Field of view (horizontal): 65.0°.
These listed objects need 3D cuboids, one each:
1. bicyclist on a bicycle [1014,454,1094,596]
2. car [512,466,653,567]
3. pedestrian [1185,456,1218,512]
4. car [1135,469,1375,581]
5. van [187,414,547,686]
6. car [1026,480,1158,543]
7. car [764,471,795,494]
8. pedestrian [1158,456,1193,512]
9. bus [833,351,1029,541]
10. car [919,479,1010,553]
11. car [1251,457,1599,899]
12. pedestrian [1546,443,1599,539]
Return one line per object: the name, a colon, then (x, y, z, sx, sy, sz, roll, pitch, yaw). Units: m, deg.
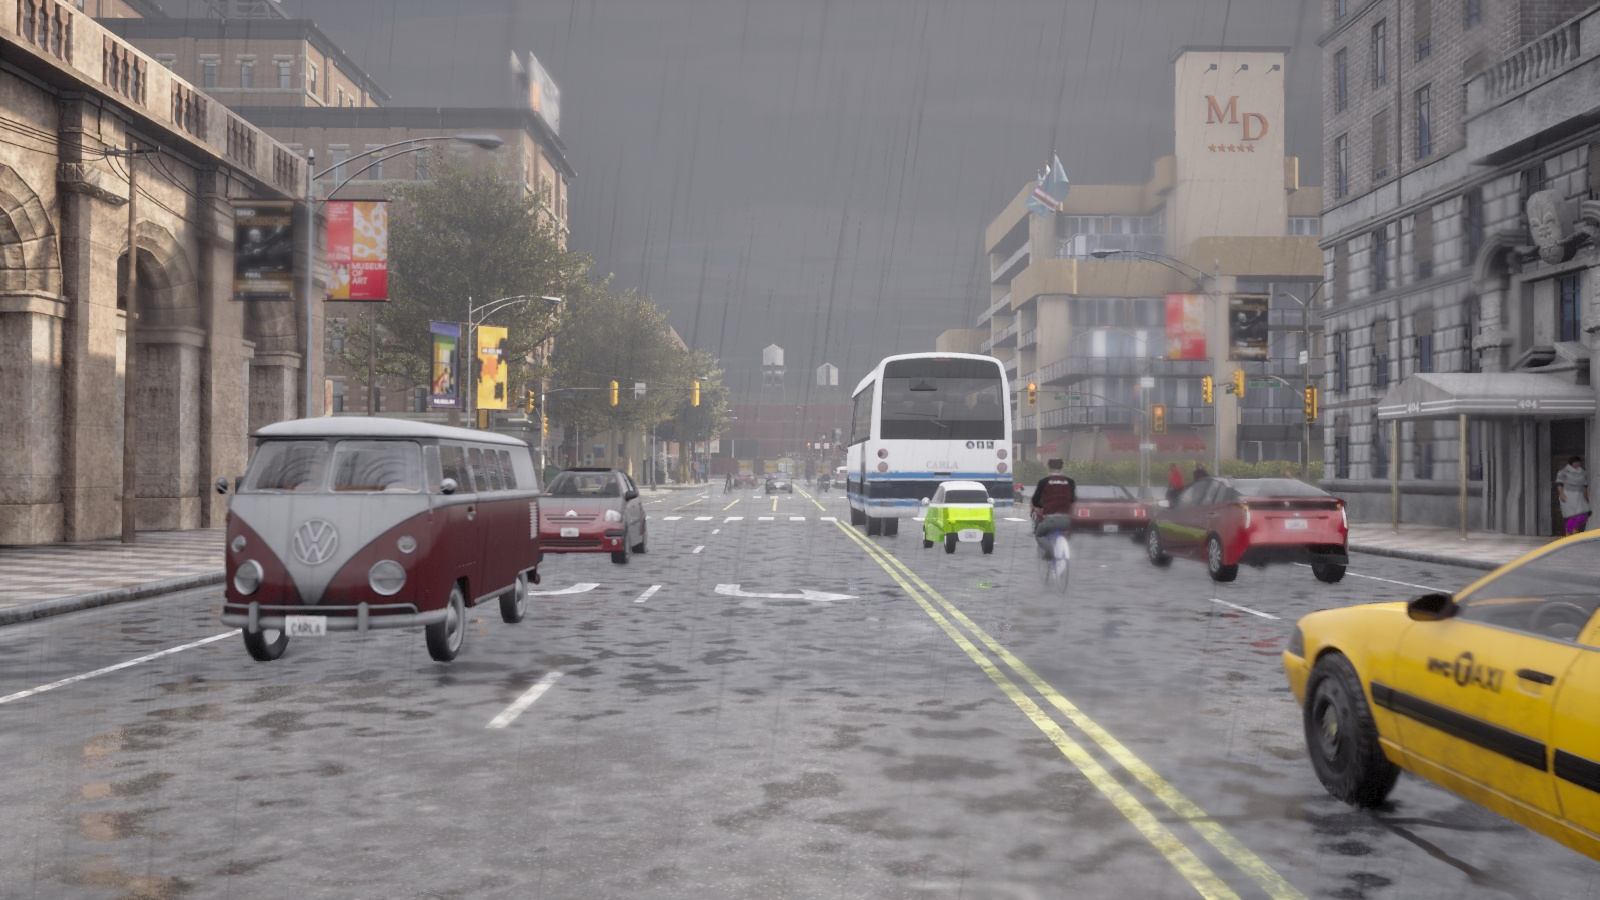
bicyclist on a bicycle: (3.337, 0.951, 16.662, 0.659, 1.776, 1.843, 0, -1, -1)
car: (-3.721, 1.099, 22.150, 1.851, 1.617, 3.988, 0, -1, -1)
pedestrian: (13.306, 1.116, 41.656, 0.899, 1.844, 0.634, 1, -1, -39)
car: (6.812, 1.059, 19.399, 2.007, 1.525, 4.514, 0, -1, -1)
van: (-3.623, 0.775, 11.444, 1.775, 1.987, 4.442, 0, -1, 0)
car: (6.662, 1.377, 29.183, 1.895, 1.301, 4.718, 0, -1, -1)
car: (-1.442, 2.247, 87.812, 2.128, 1.511, 4.902, 0, -1, -1)
pedestrian: (12.300, 1.108, 41.156, 0.899, 1.844, 0.634, 0, -1, -5)
bus: (3.075, -0.015, 33.390, 3.944, 4.253, 10.273, 0, -1, -1)
car: (3.237, 1.275, 24.971, 1.481, 1.376, 2.207, 0, -1, -1)
car: (3.438, 0.812, 4.310, 1.801, 1.575, 5.366, 0, -1, 0)
pedestrian: (16.092, 0.843, 26.057, 0.659, 1.952, 0.873, 0, -1, -4)
